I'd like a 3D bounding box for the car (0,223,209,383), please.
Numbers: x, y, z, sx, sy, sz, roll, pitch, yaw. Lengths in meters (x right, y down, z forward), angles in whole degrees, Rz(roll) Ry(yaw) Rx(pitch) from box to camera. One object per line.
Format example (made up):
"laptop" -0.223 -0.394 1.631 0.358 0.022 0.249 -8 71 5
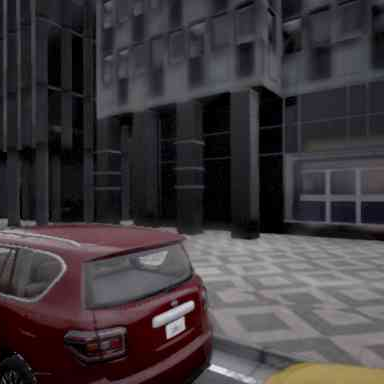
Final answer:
"car" -2.095 1.355 4.455 5.009 1.841 2.192 -1 0 36

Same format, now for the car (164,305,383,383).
"car" 2.328 1.514 1.300 4.829 1.417 1.752 -1 0 36
